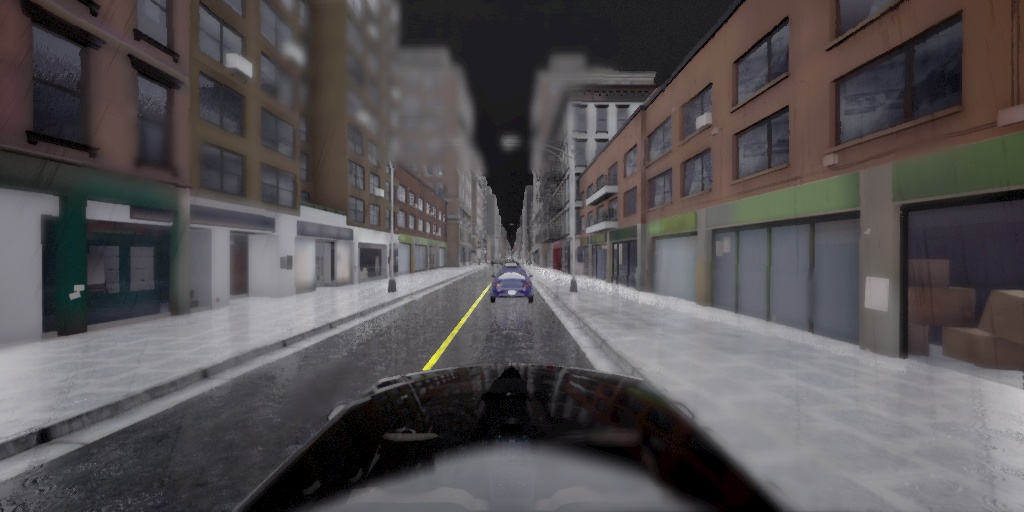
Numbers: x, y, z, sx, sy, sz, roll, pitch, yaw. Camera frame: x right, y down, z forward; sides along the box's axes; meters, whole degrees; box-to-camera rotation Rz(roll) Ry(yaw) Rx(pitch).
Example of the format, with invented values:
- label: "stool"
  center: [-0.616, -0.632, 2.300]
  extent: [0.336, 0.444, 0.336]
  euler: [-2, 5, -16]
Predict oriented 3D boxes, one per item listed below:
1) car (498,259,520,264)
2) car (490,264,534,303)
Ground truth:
- label: "car"
  center: [0.000, 1.253, 31.500]
  extent: [1.837, 1.490, 4.892]
  euler: [0, 0, 0]
- label: "car"
  center: [0.000, 1.277, 16.500]
  extent: [1.812, 1.442, 4.674]
  euler: [0, 0, 0]
